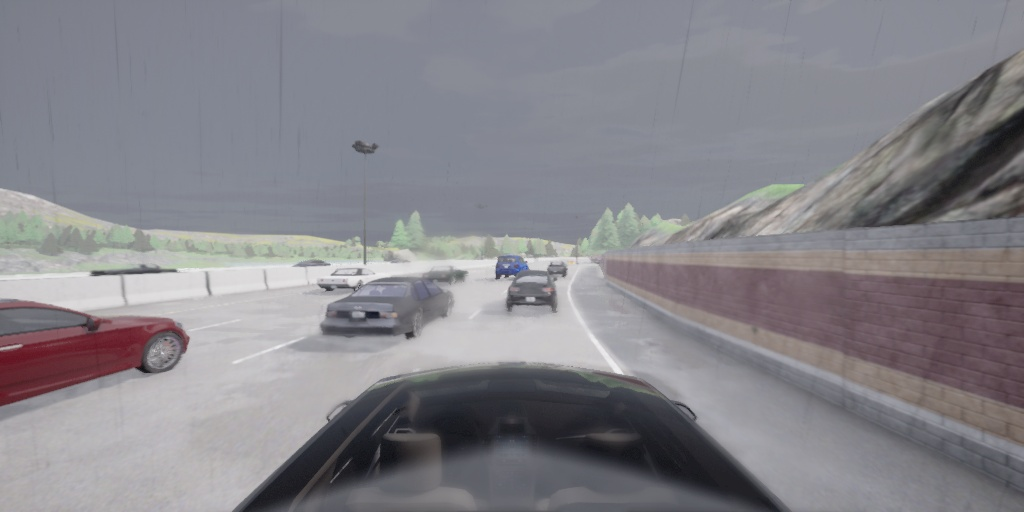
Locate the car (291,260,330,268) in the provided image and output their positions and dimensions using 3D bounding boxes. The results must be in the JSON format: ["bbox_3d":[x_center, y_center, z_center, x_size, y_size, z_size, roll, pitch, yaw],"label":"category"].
[{"bbox_3d":[-18.015,1.294,31.130,1.895,1.301,4.718,0,0,11],"label":"car"}]

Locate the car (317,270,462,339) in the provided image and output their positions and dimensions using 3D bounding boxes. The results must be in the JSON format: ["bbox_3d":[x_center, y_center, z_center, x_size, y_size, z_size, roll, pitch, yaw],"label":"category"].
[{"bbox_3d":[-3.055,1.288,10.038,2.033,1.411,5.357,0,0,4],"label":"car"}]

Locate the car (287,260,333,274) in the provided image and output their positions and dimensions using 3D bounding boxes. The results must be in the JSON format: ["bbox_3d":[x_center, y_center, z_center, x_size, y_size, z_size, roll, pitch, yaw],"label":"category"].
[{"bbox_3d":[-23.110,1.185,41.271,1.837,1.490,4.892,0,-1,12],"label":"car"}]

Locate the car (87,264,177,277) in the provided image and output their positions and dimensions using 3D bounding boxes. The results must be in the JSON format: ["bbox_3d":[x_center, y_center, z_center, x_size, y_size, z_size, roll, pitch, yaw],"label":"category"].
[{"bbox_3d":[-29.269,1.257,27.855,1.895,1.301,4.718,0,0,10],"label":"car"}]

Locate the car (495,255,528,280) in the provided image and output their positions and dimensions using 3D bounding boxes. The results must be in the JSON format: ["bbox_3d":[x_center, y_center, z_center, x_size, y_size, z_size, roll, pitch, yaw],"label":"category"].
[{"bbox_3d":[0.052,0.974,31.319,2.150,2.045,5.566,0,0,11],"label":"car"}]

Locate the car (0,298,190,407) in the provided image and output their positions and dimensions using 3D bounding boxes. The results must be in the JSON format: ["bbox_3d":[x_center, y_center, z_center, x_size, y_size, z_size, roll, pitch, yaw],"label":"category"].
[{"bbox_3d":[-6.785,1.254,4.522,1.812,1.442,4.674,0,0,1],"label":"car"}]

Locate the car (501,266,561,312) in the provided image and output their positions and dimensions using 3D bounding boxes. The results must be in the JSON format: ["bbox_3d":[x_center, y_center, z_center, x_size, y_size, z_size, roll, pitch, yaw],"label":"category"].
[{"bbox_3d":[0.854,1.280,14.249,1.812,1.442,4.674,0,0,5],"label":"car"}]

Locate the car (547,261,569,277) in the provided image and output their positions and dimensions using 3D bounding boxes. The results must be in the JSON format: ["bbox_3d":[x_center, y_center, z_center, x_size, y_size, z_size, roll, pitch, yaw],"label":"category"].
[{"bbox_3d":[4.553,1.259,35.900,2.128,1.511,4.902,0,0,11],"label":"car"}]

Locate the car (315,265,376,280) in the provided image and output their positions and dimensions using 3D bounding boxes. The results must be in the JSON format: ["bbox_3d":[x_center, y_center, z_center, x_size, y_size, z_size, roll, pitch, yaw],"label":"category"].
[{"bbox_3d":[-8.929,1.323,20.772,1.895,1.301,4.718,0,0,8],"label":"car"}]

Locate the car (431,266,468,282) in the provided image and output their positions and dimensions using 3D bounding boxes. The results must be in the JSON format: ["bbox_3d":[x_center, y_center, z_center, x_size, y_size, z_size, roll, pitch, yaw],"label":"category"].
[{"bbox_3d":[-4.614,1.338,25.547,1.895,1.301,4.718,0,0,10],"label":"car"}]

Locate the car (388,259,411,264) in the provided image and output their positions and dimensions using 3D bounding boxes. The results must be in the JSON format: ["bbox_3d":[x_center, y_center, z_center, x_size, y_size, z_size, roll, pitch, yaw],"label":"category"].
[{"bbox_3d":[-16.874,1.207,54.075,1.837,1.490,4.892,0,-1,12],"label":"car"}]
